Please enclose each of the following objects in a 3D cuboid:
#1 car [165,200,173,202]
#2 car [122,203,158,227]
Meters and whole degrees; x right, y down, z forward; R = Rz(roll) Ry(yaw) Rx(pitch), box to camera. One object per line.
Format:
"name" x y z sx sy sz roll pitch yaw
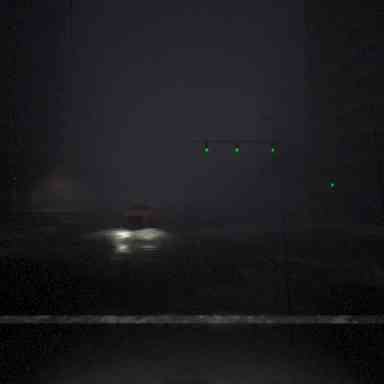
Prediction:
"car" -3.451 1.364 48.596 1.895 1.301 4.718 0 0 0
"car" -3.476 1.489 22.820 1.882 1.535 5.008 0 0 0
